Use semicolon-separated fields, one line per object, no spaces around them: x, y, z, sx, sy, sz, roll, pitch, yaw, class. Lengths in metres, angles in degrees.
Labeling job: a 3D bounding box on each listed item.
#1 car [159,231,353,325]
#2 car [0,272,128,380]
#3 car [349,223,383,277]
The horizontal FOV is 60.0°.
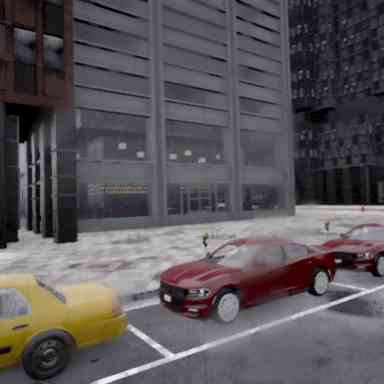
1.397;1.734;7.548;4.507;1.381;1.887;-1;-2;-34;car
-3.310;1.777;4.342;4.829;1.417;1.752;-1;-2;-34;car
5.963;1.673;10.659;4.507;1.381;1.887;-1;-2;-34;car
